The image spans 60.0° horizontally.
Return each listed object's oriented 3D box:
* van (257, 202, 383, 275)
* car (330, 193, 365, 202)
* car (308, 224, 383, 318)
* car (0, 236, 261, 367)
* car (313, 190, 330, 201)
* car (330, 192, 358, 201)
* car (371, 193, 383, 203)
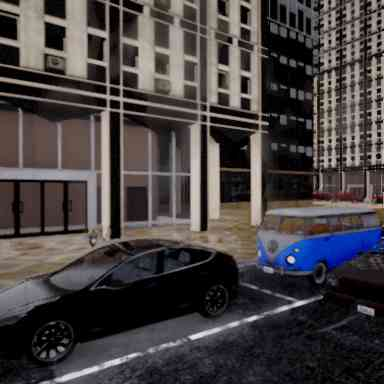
[{"bbox_3d":[3.516,1.308,9.071,3.998,1.788,1.690,0,0,-36],"label":"van"},{"bbox_3d":[23.063,0.919,48.836,1.802,1.307,4.206,1,0,-36],"label":"car"},{"bbox_3d":[4.984,1.514,6.937,5.357,1.411,2.033,0,0,-36],"label":"car"},{"bbox_3d":[-1.081,1.556,5.790,4.313,1.339,1.947,0,0,-36],"label":"car"},{"bbox_3d":[19.821,0.545,53.365,2.192,1.841,5.009,1,0,-36],"label":"car"},{"bbox_3d":[26.589,0.767,58.299,1.802,1.307,4.206,1,1,-36],"label":"car"},{"bbox_3d":[26.315,0.885,44.306,1.967,1.590,4.097,1,0,-36],"label":"car"}]
